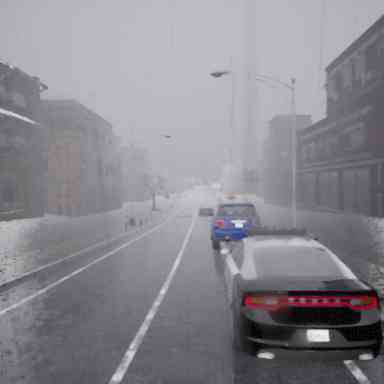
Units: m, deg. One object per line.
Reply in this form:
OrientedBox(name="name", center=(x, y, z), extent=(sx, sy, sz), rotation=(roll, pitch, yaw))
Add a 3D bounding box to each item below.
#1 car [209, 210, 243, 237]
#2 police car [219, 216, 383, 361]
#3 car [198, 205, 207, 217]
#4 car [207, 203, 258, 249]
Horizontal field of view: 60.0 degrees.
OrientedBox(name="car", center=(2.177, 2.020, 22.422), extent=(1.882, 1.535, 5.008), rotation=(-1, -2, 1))
OrientedBox(name="police car", center=(1.611, 1.499, 6.422), extent=(1.930, 1.638, 5.238), rotation=(-1, -1, 3))
OrientedBox(name="car", center=(1.902, 2.503, 45.423), extent=(1.882, 1.535, 5.008), rotation=(-1, 0, 2))
OrientedBox(name="car", center=(2.015, 1.551, 16.440), extent=(2.150, 2.045, 5.566), rotation=(-1, -2, 2))
